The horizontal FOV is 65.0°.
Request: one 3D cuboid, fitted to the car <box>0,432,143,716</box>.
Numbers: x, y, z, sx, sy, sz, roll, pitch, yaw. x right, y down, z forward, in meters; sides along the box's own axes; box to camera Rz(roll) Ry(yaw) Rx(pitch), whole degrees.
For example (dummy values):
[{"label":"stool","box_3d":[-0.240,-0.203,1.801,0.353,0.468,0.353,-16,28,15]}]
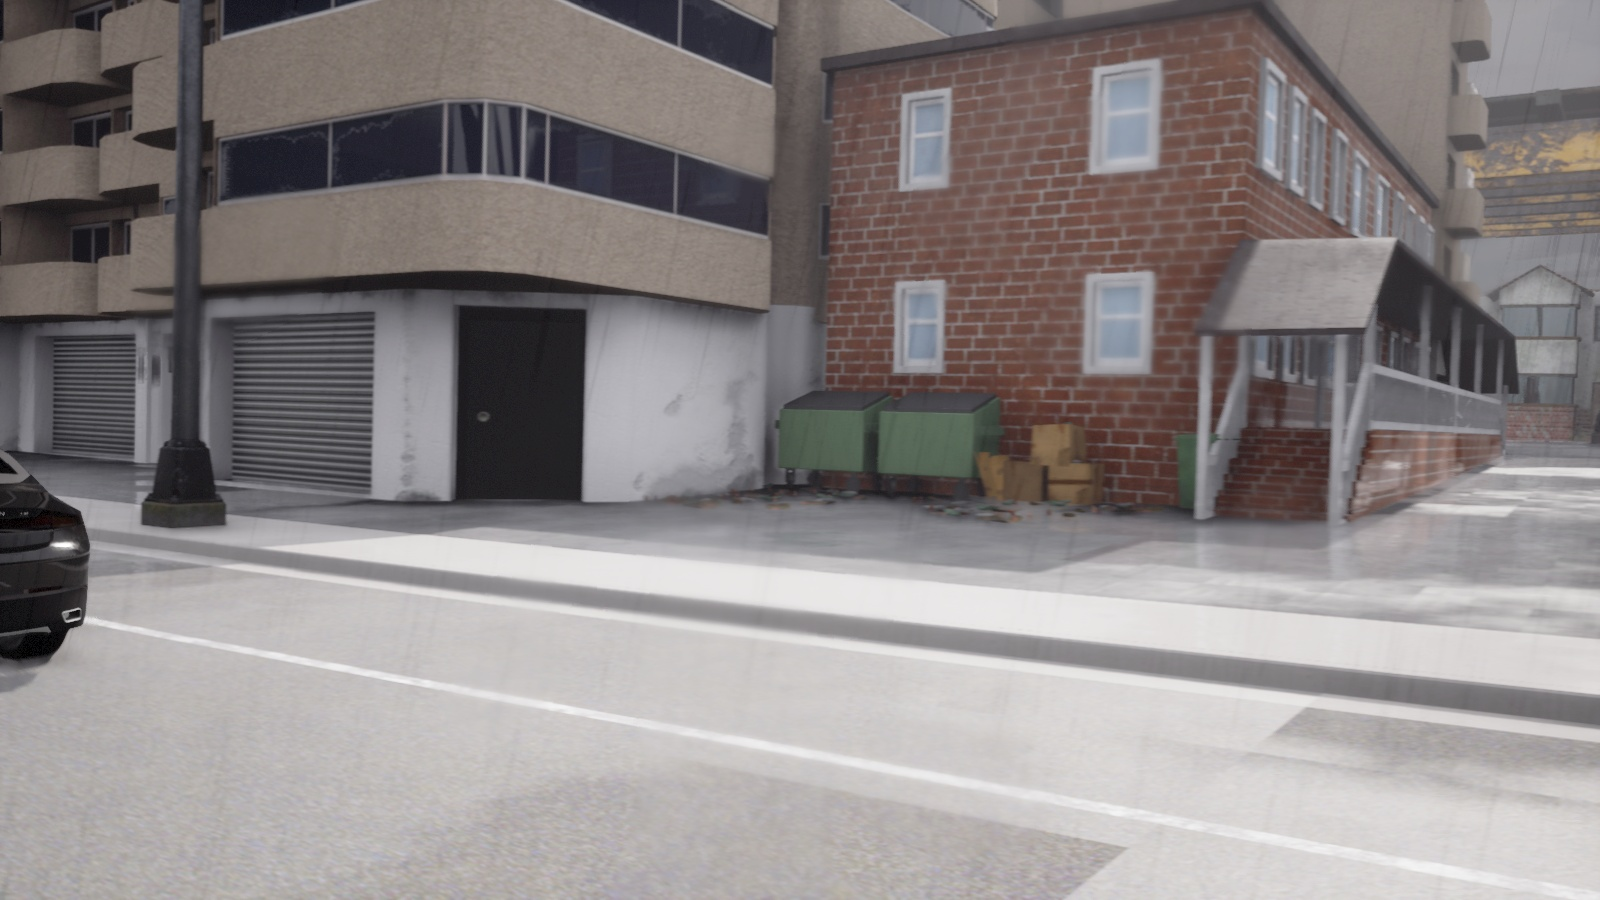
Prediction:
[{"label":"car","box_3d":[-6.346,0.634,7.839,4.892,1.490,1.837,1,1,34]}]
